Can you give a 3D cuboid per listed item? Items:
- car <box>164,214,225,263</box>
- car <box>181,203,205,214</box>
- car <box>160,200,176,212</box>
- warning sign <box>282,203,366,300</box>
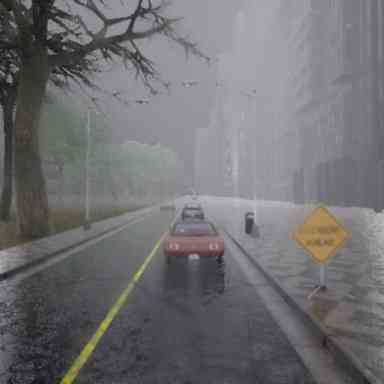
[{"bbox_3d":[0.073,1.692,12.276,1.895,1.301,4.718,0,0,0],"label":"car"},{"bbox_3d":[0.069,1.711,29.008,2.128,1.511,4.902,0,0,0],"label":"car"},{"bbox_3d":[-3.115,1.816,43.334,1.882,1.535,5.008,0,-1,0],"label":"car"},{"bbox_3d":[2.703,1.167,6.992,1.300,1.860,1.060,-1,-1,0],"label":"warning sign"}]
